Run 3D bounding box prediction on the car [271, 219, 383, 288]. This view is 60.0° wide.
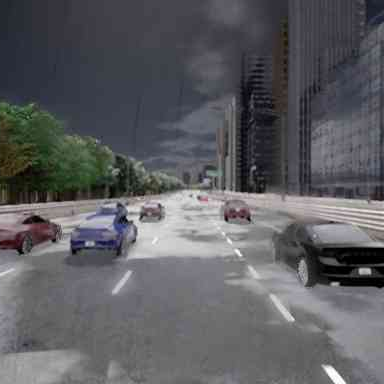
[{"bbox_3d":[3.596,1.505,9.389,1.882,1.535,5.008,0,0,0],"label":"car"}]

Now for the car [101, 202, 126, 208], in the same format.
[{"bbox_3d":[-6.937,1.622,29.298,1.812,1.442,4.674,0,0,0],"label":"car"}]

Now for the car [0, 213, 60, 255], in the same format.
[{"bbox_3d":[-6.906,1.567,13.393,1.812,1.442,4.674,0,0,0],"label":"car"}]

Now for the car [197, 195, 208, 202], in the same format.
[{"bbox_3d":[3.120,1.690,90.009,2.097,1.767,4.553,0,0,-1],"label":"car"}]

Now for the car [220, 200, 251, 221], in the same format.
[{"bbox_3d":[3.567,1.442,27.962,2.097,1.767,4.553,0,0,0],"label":"car"}]

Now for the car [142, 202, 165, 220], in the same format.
[{"bbox_3d":[-3.437,1.621,29.268,1.812,1.442,4.674,0,0,0],"label":"car"}]

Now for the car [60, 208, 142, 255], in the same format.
[{"bbox_3d":[-3.406,1.567,13.408,1.812,1.442,4.674,0,0,0],"label":"car"}]
